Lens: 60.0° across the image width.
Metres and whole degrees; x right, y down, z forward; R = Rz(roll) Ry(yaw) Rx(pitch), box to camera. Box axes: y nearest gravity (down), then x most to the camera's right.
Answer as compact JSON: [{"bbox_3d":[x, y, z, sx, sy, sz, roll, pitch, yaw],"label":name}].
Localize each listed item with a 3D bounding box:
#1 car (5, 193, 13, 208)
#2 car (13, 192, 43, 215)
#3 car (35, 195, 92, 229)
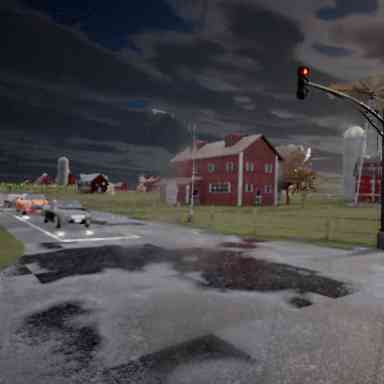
[{"bbox_3d":[-18.848,0.888,35.673,1.812,1.442,4.674,2,0,-35],"label":"car"},{"bbox_3d":[-13.031,0.890,27.465,2.097,1.767,4.553,2,0,-35],"label":"car"},{"bbox_3d":[-7.393,1.200,19.499,2.128,1.511,4.902,2,0,-35],"label":"car"}]
